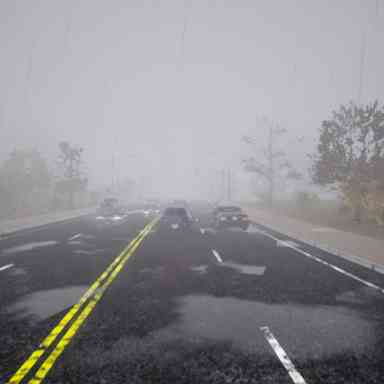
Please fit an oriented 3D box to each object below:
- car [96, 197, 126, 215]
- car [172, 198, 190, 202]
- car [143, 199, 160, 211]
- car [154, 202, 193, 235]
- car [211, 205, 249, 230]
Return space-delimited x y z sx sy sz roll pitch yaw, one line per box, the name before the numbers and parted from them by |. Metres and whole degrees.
car | -7.960 1.337 32.947 2.097 1.767 4.553 0 0 -1
car | -1.322 1.459 38.291 2.128 1.511 4.902 0 0 -1
car | -4.792 1.517 40.752 2.033 1.411 5.357 0 0 0
car | -0.919 1.517 18.818 1.812 1.442 4.674 0 0 -2
car | 2.261 1.533 20.859 2.033 1.411 5.357 0 0 -2
